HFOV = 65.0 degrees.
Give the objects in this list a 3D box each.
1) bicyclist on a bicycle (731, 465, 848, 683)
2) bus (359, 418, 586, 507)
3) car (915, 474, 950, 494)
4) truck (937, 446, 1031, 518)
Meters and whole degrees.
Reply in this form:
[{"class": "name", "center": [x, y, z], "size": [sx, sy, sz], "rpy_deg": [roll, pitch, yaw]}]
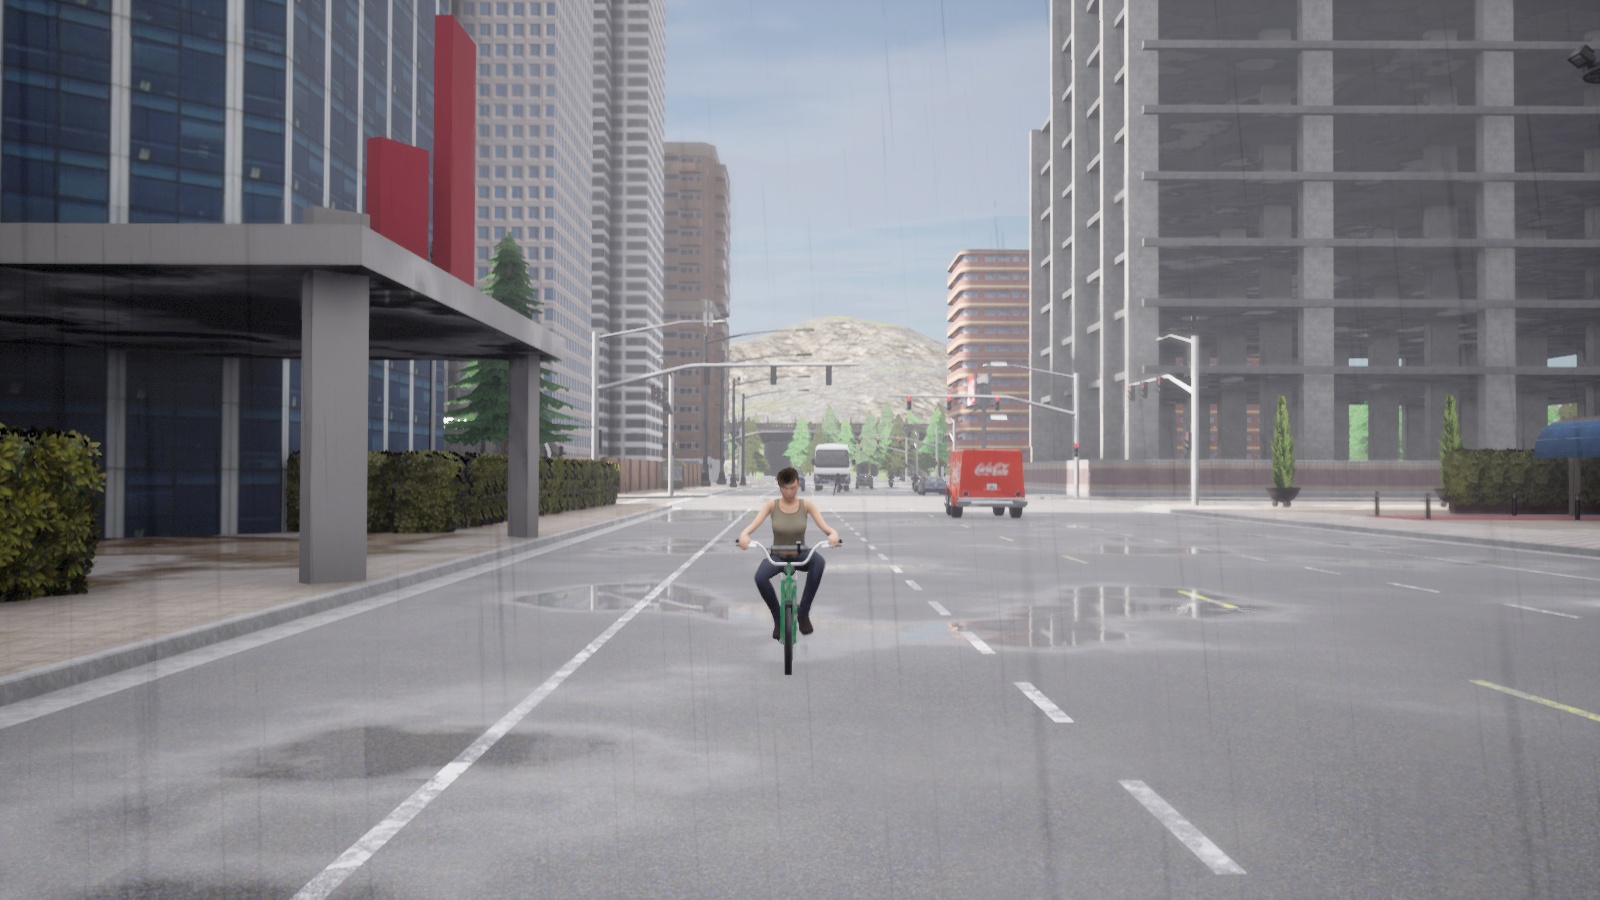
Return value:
[{"class": "bicyclist on a bicycle", "center": [-0.081, 0.941, 10.182], "size": [0.866, 1.612, 1.509], "rpy_deg": [0, 0, 0]}, {"class": "bus", "center": [-16.142, 0.646, 62.541], "size": [10.273, 4.253, 3.944], "rpy_deg": [0, -1, 0]}, {"class": "car", "center": [9.723, 2.508, 92.289], "size": [2.033, 1.411, 5.357], "rpy_deg": [0, -1, 0]}, {"class": "truck", "center": [6.653, 1.145, 46.087], "size": [2.627, 2.467, 5.204], "rpy_deg": [0, -1, 0]}]
